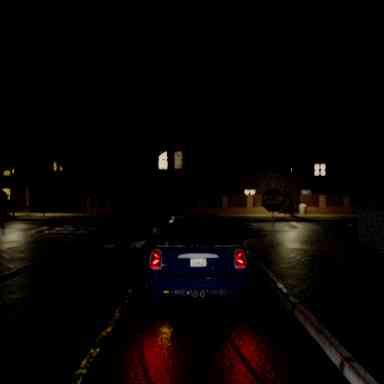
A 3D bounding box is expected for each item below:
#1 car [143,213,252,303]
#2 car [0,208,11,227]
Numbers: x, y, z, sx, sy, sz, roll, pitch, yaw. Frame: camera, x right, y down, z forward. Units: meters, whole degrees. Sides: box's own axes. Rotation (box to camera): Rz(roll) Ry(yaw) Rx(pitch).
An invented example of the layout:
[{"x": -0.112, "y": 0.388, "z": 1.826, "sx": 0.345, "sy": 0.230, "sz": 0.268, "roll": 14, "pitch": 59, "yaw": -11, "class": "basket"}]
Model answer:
[{"x": 0.060, "y": 1.308, "z": 8.256, "sx": 2.097, "sy": 1.767, "sz": 4.553, "roll": 0, "pitch": 0, "yaw": -2, "class": "car"}, {"x": -13.475, "y": 1.155, "z": 19.049, "sx": 5.566, "sy": 2.045, "sz": 2.150, "roll": 0, "pitch": 2, "yaw": 2, "class": "car"}]
